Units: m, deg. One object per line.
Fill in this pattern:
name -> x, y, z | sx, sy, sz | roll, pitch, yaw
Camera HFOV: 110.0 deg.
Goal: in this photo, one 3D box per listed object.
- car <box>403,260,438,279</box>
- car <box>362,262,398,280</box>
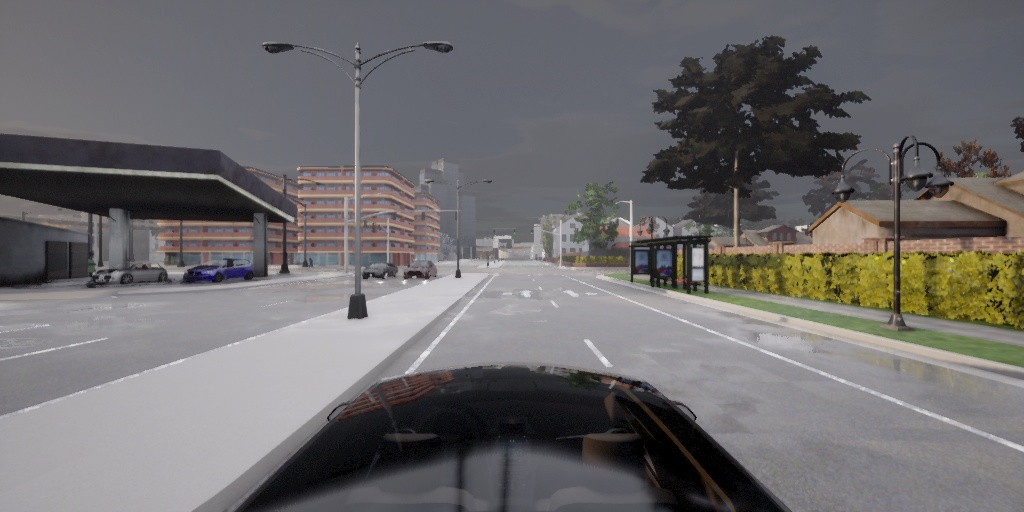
car -> -8.000, 1.153, 31.630 | 2.097, 1.767, 4.553 | 0, 0, 0
car -> -11.500, 1.309, 31.600 | 1.837, 1.490, 4.892 | 0, 0, 0
